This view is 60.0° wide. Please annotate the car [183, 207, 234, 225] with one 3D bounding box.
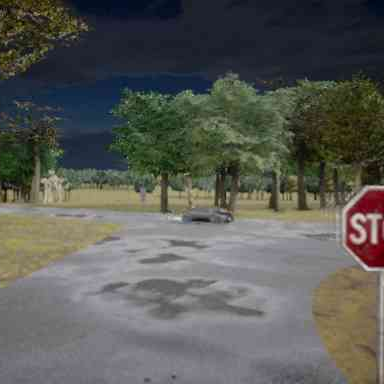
[{"bbox_3d":[1.289,1.891,26.897,4.181,1.385,1.994,0,-1,35],"label":"car"}]
